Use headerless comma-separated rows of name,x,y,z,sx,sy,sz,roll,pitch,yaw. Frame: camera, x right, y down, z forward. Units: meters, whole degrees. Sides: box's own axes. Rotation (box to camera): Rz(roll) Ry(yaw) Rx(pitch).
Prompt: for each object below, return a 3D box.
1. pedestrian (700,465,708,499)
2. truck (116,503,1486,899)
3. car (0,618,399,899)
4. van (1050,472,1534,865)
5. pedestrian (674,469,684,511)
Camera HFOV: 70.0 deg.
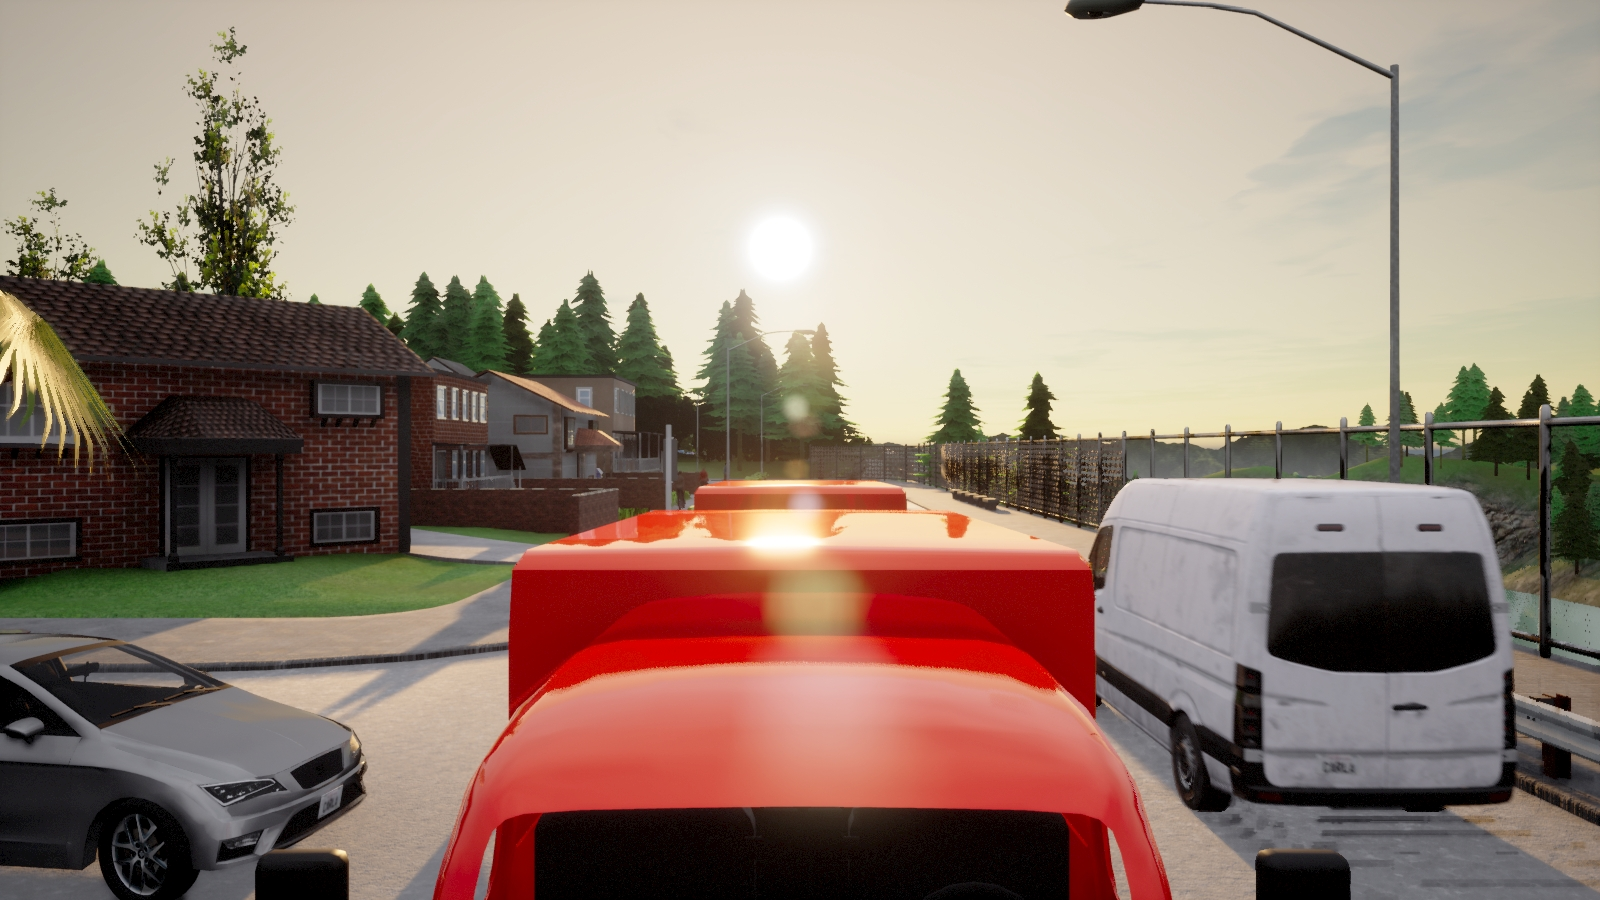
pedestrian,-5.294,1.770,63.035,0.375,1.860,0.375,0,0,0
truck,0.003,1.571,4.792,2.627,2.467,5.204,0,0,0
car,-5.218,2.069,7.982,4.193,1.474,1.816,0,0,8
van,3.996,1.539,10.731,1.988,2.561,5.915,0,0,0
pedestrian,-5.325,1.765,50.383,0.375,1.860,0.375,0,0,6
